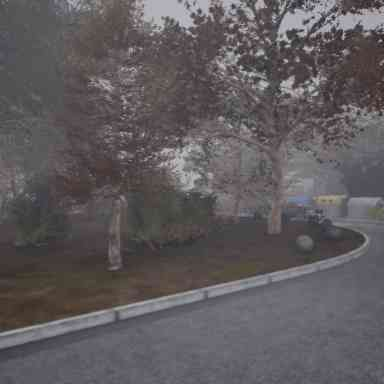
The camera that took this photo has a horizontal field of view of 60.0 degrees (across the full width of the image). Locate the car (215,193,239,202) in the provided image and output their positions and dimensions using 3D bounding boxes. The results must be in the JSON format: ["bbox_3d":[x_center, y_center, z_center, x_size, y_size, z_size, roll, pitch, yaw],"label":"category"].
[{"bbox_3d":[7.996,1.255,76.613,2.435,2.045,5.566,-1,0,-36],"label":"car"}]

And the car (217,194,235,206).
[{"bbox_3d":[4.333,1.420,58.004,2.435,2.045,5.566,-1,1,-35],"label":"car"}]

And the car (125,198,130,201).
[{"bbox_3d":[-12.570,1.857,62.012,2.163,1.488,4.792,-1,1,-36],"label":"car"}]

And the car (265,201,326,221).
[{"bbox_3d":[7.906,1.428,24.985,1.994,1.385,4.181,3,-2,-30],"label":"car"}]

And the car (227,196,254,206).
[{"bbox_3d":[8.883,1.600,61.220,2.097,1.535,5.008,-1,0,-36],"label":"car"}]

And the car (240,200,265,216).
[{"bbox_3d":[7.211,1.606,32.363,1.882,1.535,5.008,3,-3,-34],"label":"car"}]
